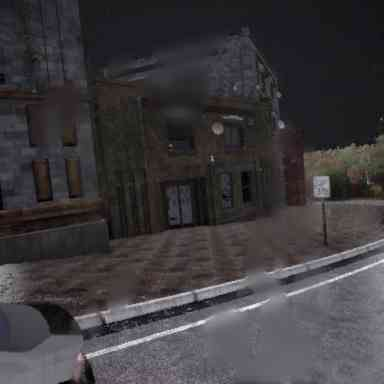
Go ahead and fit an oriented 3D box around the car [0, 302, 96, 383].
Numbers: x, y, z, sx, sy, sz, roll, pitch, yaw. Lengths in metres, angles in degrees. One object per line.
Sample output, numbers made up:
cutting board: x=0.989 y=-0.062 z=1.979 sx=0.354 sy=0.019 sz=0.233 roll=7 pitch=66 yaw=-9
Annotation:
car: x=-2.978 y=1.493 z=1.647 sx=4.902 sy=1.511 sz=2.128 roll=0 pitch=0 yaw=-36
